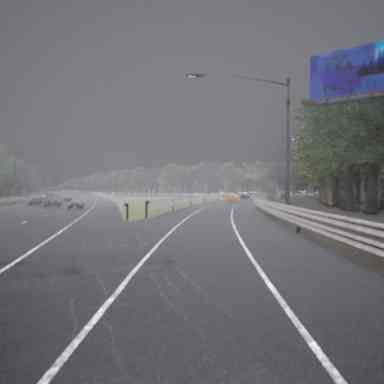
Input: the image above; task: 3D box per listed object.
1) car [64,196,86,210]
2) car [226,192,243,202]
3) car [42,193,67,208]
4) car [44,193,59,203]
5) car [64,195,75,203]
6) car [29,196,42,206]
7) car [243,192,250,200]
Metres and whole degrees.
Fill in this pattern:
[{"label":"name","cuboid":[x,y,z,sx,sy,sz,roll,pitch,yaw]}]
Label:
[{"label":"car","cuboid":[-14.626,1.544,42.270,1.895,1.301,4.718,0,0,-14]},{"label":"car","cuboid":[7.582,1.039,60.673,1.882,1.535,5.008,1,0,18]},{"label":"car","cuboid":[-19.344,1.297,46.985,2.097,1.767,4.553,0,0,-14]},{"label":"car","cuboid":[-28.977,1.221,68.659,2.150,2.045,5.566,0,0,-16]},{"label":"car","cuboid":[-25.475,1.476,69.136,1.882,1.535,5.008,0,0,-16]},{"label":"car","cuboid":[-24.406,1.451,52.505,1.837,1.490,4.892,0,-1,-15]},{"label":"car","cuboid":[10.807,0.826,70.313,1.882,1.535,5.008,1,1,23]}]
